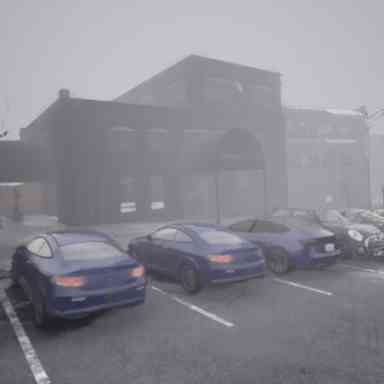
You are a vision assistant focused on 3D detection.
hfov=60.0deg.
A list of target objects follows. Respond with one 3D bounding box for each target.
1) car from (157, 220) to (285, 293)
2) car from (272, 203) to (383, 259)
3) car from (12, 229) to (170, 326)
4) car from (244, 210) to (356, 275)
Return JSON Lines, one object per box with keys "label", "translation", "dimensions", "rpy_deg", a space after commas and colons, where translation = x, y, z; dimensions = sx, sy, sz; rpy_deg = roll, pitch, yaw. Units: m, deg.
{"label": "car", "translation": [-0.100, 1.517, 8.927], "dimensions": [2.002, 1.452, 4.674], "rpy_deg": [0, 0, -35]}
{"label": "car", "translation": [4.667, 1.347, 12.366], "dimensions": [2.185, 1.767, 4.553], "rpy_deg": [0, 0, -35]}
{"label": "car", "translation": [-2.594, 1.519, 7.150], "dimensions": [2.002, 1.452, 4.674], "rpy_deg": [0, 0, -35]}
{"label": "car", "translation": [2.275, 1.504, 10.659], "dimensions": [2.163, 1.488, 4.792], "rpy_deg": [0, 0, -35]}
